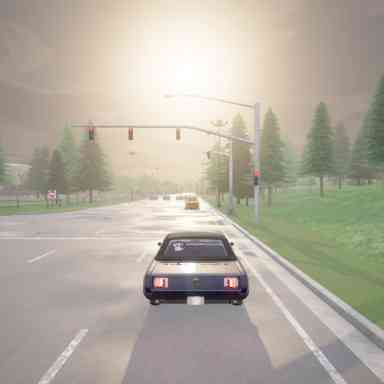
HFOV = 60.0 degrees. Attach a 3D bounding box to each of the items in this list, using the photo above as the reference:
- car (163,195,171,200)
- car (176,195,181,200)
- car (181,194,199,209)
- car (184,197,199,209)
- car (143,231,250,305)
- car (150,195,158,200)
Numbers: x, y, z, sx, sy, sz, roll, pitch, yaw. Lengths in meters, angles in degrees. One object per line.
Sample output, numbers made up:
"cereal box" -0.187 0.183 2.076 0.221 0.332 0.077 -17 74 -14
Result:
"car" -6.891 1.540 91.132 2.033 1.411 5.357 0 0 0
"car" -3.391 1.553 91.127 1.994 1.385 4.181 0 0 0
"car" -0.102 1.100 46.113 1.882 1.535 5.008 -3 16 -5
"car" -0.053 1.577 49.670 2.033 1.411 5.357 0 1 2
"car" 0.088 1.601 8.002 1.895 1.301 4.718 0 0 0
"car" -10.391 1.540 91.136 2.033 1.411 5.357 0 0 0
